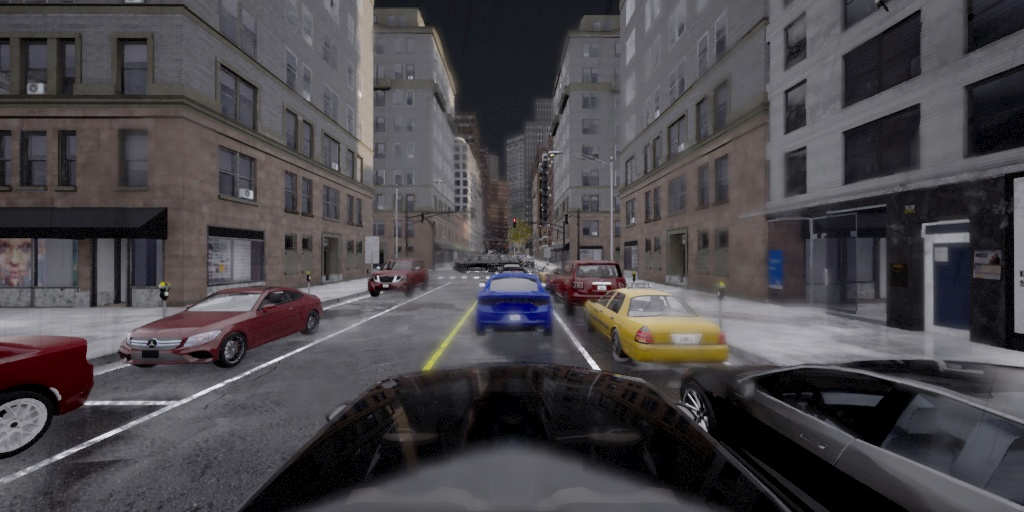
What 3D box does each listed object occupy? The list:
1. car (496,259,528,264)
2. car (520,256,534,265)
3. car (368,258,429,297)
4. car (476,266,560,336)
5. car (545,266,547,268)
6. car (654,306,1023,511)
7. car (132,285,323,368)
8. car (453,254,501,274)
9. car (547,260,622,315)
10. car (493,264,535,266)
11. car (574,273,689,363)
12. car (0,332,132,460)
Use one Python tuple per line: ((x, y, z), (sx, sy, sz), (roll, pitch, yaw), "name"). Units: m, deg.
((0.010, 1.216, 26.898), (1.837, 1.490, 4.892), (0, 0, 0), "car")
((2.682, 1.133, 56.588), (2.007, 1.370, 4.403), (0, 0, 0), "car")
((-5.788, 1.046, 18.922), (2.192, 1.841, 5.009), (0, 0, 0), "car")
((0.037, 1.222, 10.472), (1.882, 1.535, 5.008), (0, 0, -1), "car")
((2.737, 1.313, 18.928), (1.802, 1.307, 4.207), (0, 0, 0), "car")
((2.762, 1.316, 2.270), (1.948, 1.339, 4.313), (0, 0, 0), "car")
((-5.771, 1.329, 7.816), (1.802, 1.307, 4.207), (0, 0, 0), "car")
((-3.635, 0.898, 39.602), (5.566, 2.045, 2.150), (0, 0, -1), "car")
((2.746, 1.056, 13.376), (2.192, 1.841, 5.009), (0, 0, 0), "car")
((0.070, 1.297, 17.985), (1.994, 1.385, 4.181), (0, 0, 0), "car")
((2.754, 1.272, 7.992), (1.751, 1.417, 4.829), (0, 0, 0), "car")
((-5.763, 1.296, 2.264), (1.888, 1.381, 4.507), (0, 0, 0), "car")
